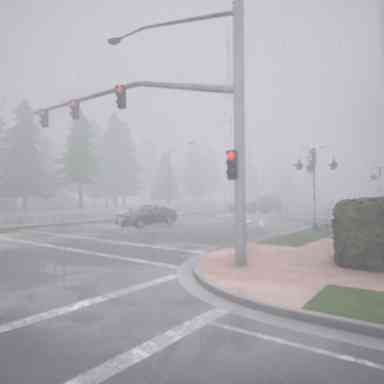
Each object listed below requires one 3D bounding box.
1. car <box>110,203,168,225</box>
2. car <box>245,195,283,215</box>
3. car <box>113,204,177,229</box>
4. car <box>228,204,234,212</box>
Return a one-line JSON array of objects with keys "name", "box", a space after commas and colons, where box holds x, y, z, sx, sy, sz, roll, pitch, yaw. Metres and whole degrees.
[{"name": "car", "box": [-4.237, 1.736, 27.275, 1.812, 1.442, 4.674, -1, 0, 38]}, {"name": "car", "box": [8.206, 1.385, 37.282, 2.150, 2.045, 5.566, -1, -1, 39]}, {"name": "car", "box": [-3.083, 1.665, 23.132, 2.128, 1.511, 4.902, -1, 0, 38]}, {"name": "car", "box": [6.468, 1.747, 40.695, 2.033, 1.411, 5.357, -1, -1, 39]}]
